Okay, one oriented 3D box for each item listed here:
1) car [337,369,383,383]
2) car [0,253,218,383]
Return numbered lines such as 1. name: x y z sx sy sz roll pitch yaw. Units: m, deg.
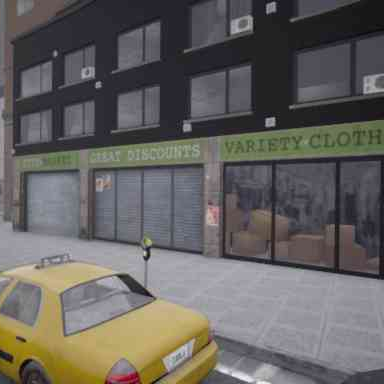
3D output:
1. car: 2.689 1.551 1.176 4.403 1.369 2.008 0 1 35
2. car: -2.003 1.523 4.510 4.829 1.417 1.752 0 1 35
